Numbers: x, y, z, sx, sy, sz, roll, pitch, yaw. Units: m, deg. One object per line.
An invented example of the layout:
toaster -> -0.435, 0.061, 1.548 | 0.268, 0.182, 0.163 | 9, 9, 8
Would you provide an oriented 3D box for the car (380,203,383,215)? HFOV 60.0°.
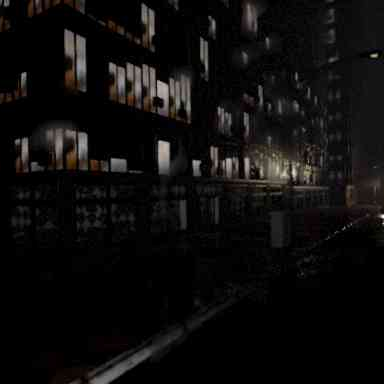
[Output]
car -> 22.201, 1.581, 36.911 | 2.097, 1.767, 4.553 | -1, -1, 32
